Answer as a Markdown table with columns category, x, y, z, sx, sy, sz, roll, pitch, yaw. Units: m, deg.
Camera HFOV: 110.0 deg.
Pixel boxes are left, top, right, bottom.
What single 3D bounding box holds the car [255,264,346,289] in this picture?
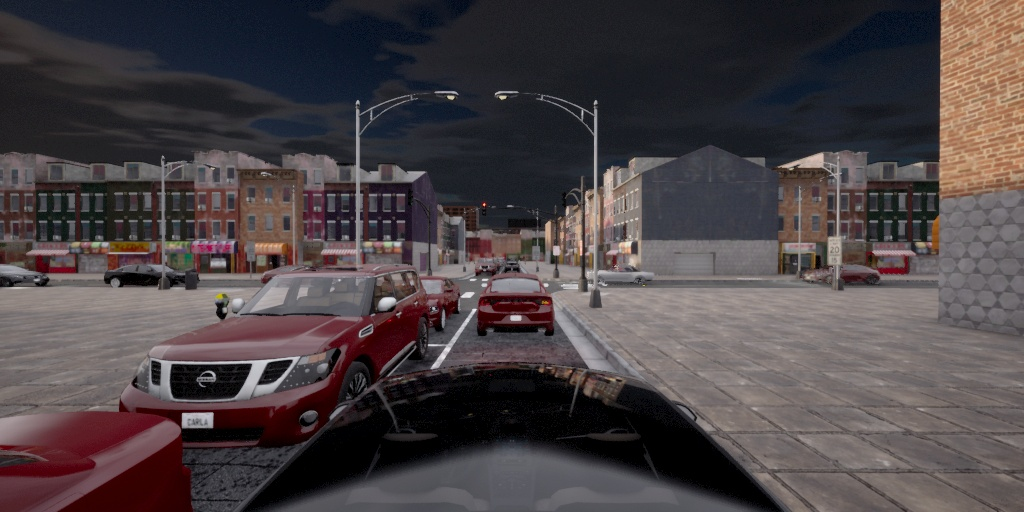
| category | x | y | z | sx | sy | sz | roll | pitch | yaw |
| --- | --- | --- | --- | --- | --- | --- | --- | --- | --- |
| car | -13.352 | 1.278 | 22.860 | 4.674 | 1.442 | 1.812 | 0 | 0 | -1 |

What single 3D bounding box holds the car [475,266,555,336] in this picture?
| category | x | y | z | sx | sy | sz | roll | pitch | yaw |
| --- | --- | --- | --- | --- | --- | --- | --- | --- | --- |
| car | 0.091 | 1.227 | 10.427 | 1.882 | 1.535 | 5.008 | 0 | 0 | 0 |

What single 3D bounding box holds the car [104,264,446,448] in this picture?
| category | x | y | z | sx | sy | sz | roll | pitch | yaw |
| --- | --- | --- | --- | --- | --- | --- | --- | --- | --- |
| car | -2.641 | 1.064 | 5.529 | 2.192 | 1.841 | 5.009 | 0 | 0 | 0 |

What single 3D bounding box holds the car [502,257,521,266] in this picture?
| category | x | y | z | sx | sy | sz | roll | pitch | yaw |
| --- | --- | --- | --- | --- | --- | --- | --- | --- | --- |
| car | 0.031 | 1.268 | 44.773 | 1.837 | 1.490 | 4.892 | 0 | 0 | 0 |

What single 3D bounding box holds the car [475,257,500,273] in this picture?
| category | x | y | z | sx | sy | sz | roll | pitch | yaw |
| --- | --- | --- | --- | --- | --- | --- | --- | --- | --- |
| car | -2.659 | 1.073 | 37.372 | 2.192 | 1.841 | 5.009 | 0 | 0 | 0 |

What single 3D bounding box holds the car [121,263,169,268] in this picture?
| category | x | y | z | sx | sy | sz | roll | pitch | yaw |
| --- | --- | --- | --- | --- | --- | --- | --- | --- | --- |
| car | -22.810 | 1.221 | 22.834 | 5.008 | 1.535 | 1.882 | 0 | 0 | 0 |

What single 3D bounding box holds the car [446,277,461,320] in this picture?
| category | x | y | z | sx | sy | sz | roll | pitch | yaw |
| --- | --- | --- | --- | --- | --- | --- | --- | --- | --- |
| car | -2.644 | 1.294 | 10.963 | 1.888 | 1.381 | 4.507 | 0 | 0 | 0 |

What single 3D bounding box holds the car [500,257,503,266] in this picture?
| category | x | y | z | sx | sy | sz | roll | pitch | yaw |
| --- | --- | --- | --- | --- | --- | --- | --- | --- | --- |
| car | -2.666 | 1.081 | 48.226 | 2.192 | 1.841 | 5.009 | 0 | 0 | 0 |

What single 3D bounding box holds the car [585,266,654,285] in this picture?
| category | x | y | z | sx | sy | sz | roll | pitch | yaw |
| --- | --- | --- | --- | --- | --- | --- | --- | --- | --- |
| car | 7.531 | 1.354 | 25.746 | 4.718 | 1.301 | 1.895 | 0 | 0 | 0 |

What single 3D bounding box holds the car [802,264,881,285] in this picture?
| category | x | y | z | sx | sy | sz | roll | pitch | yaw |
| --- | --- | --- | --- | --- | --- | --- | --- | --- | --- |
| car | 23.603 | 1.302 | 25.728 | 4.674 | 1.442 | 1.812 | 0 | 0 | 0 |

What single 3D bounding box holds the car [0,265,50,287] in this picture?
| category | x | y | z | sx | sy | sz | roll | pitch | yaw |
| --- | --- | --- | --- | --- | --- | --- | --- | --- | --- |
| car | -32.607 | 1.266 | 22.845 | 4.674 | 1.442 | 1.812 | 0 | 0 | 0 |
